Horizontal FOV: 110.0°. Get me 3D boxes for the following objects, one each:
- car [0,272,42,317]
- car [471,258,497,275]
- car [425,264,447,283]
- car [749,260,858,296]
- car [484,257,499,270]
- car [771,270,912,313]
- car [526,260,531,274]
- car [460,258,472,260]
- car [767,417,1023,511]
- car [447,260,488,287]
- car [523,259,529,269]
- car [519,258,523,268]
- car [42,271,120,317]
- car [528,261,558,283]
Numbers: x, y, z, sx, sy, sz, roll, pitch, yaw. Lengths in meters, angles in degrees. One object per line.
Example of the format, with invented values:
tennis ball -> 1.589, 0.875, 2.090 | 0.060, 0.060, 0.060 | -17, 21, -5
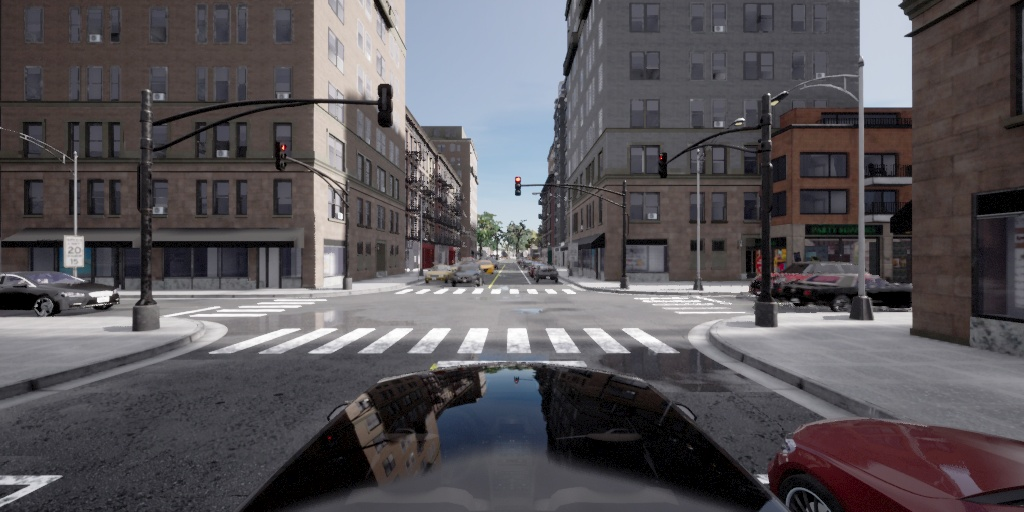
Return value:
car -> -5.398, 1.065, 0.758 | 2.192, 1.841, 5.009 | 0, 0, 0
car -> -2.937, 1.230, 38.362 | 1.882, 1.535, 5.008 | 0, 0, 0
car -> -5.480, 1.277, 27.596 | 1.751, 1.417, 4.829 | 0, 0, 0
car -> 13.223, 1.036, 15.965 | 4.553, 1.767, 2.097 | 0, 0, 0
car -> -2.950, 1.262, 53.081 | 1.837, 1.490, 4.892 | 0, 0, 0
car -> 12.307, 1.284, 12.852 | 4.718, 1.301, 1.895 | 0, 0, -2
car -> 2.559, 1.297, 33.267 | 1.888, 1.381, 4.507 | 0, 0, 0
car -> -5.504, 1.278, 38.559 | 1.751, 1.417, 4.829 | 0, 0, 0
car -> 2.640, 1.332, 0.778 | 1.802, 1.307, 4.207 | 0, 0, 0
car -> -2.906, 1.256, 24.288 | 1.837, 1.490, 4.892 | 0, 0, 0
car -> 2.545, 1.303, 38.749 | 2.007, 1.370, 4.403 | 0, 0, 0
car -> 2.504, 1.306, 55.195 | 2.007, 1.370, 4.403 | 0, 0, 0
car -> -17.098, 1.310, 12.900 | 4.902, 1.511, 2.128 | 0, 0, 1
car -> 2.572, 1.302, 27.786 | 2.007, 1.370, 4.403 | 0, 0, 0
